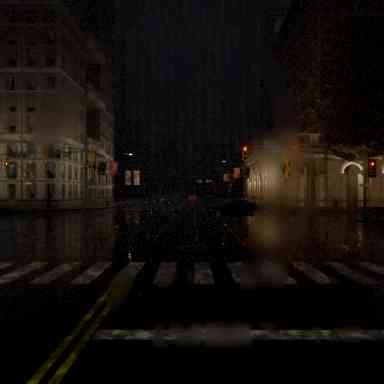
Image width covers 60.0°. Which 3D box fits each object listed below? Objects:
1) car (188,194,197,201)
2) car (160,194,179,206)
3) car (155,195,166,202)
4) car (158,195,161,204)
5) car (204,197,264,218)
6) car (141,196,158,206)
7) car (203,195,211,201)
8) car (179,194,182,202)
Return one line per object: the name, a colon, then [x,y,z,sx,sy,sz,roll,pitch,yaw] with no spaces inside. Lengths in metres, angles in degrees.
car: [0.133,1.279,78.610,2.097,1.767,4.553,0,0,1]
car: [-3.584,1.505,54.260,1.837,1.490,4.892,0,0,1]
car: [-6.913,1.500,73.914,1.837,1.490,4.892,0,0,1]
car: [-7.049,1.564,63.785,1.994,1.385,4.181,0,0,2]
car: [3.847,1.478,29.428,5.008,1.535,1.882,0,0,0]
car: [-7.085,1.505,54.279,1.837,1.490,4.892,0,0,0]
car: [3.633,1.464,78.607,2.033,1.411,5.357,0,0,1]
car: [-3.534,1.547,64.503,2.033,1.411,5.357,0,0,2]
